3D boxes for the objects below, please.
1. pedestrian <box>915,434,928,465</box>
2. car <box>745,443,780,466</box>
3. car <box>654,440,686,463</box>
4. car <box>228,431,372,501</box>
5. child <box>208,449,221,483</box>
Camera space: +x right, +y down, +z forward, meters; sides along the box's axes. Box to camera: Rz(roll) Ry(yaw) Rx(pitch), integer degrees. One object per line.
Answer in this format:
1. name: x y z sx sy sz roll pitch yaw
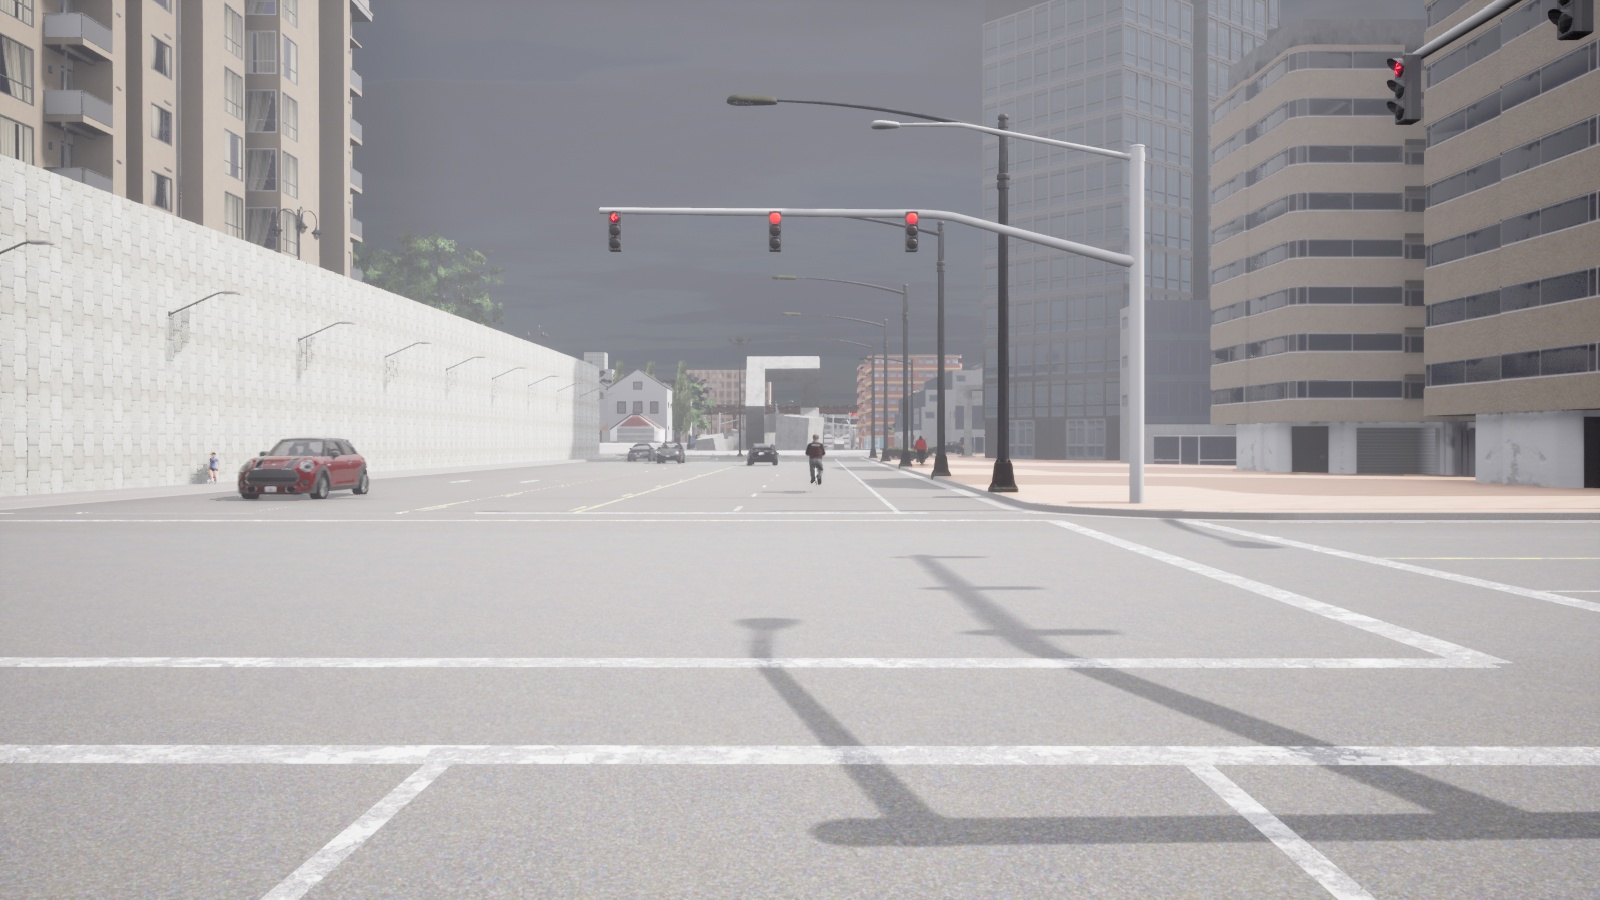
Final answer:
1. pedestrian: 7.184 -0.013 74.454 0.634 1.844 0.899 0 0 -2
2. car: -2.456 0.271 83.955 2.163 1.488 4.792 0 0 1
3. car: -9.370 0.124 90.946 1.851 1.617 3.988 0 0 1
4. car: -13.569 0.401 34.404 2.097 1.767 4.553 0 0 1
5. child: -19.278 0.533 41.349 0.255 1.110 0.394 0 0 1
